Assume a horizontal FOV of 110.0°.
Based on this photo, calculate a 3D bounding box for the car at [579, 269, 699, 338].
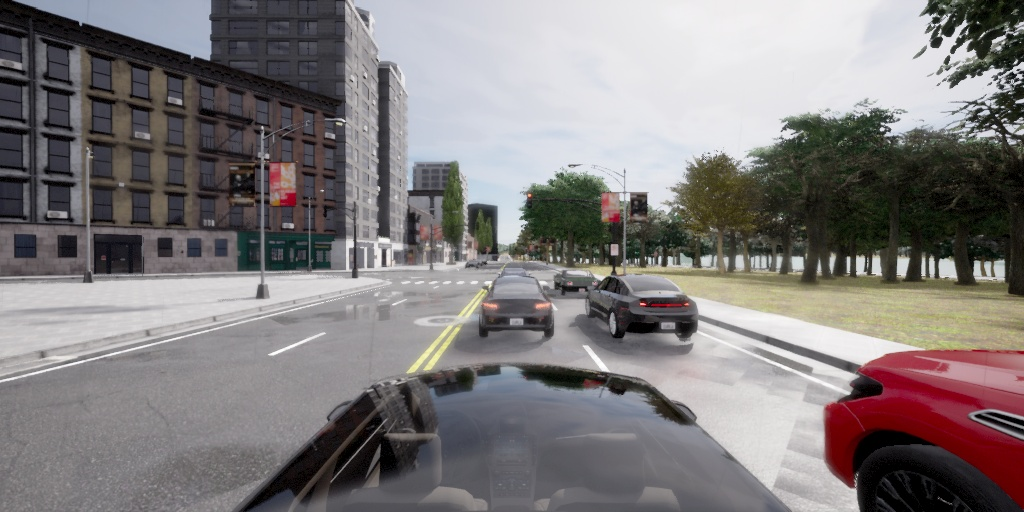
[{"bbox_3d":[3.361,1.255,10.124,1.837,1.490,4.892,0,0,0],"label":"car"}]

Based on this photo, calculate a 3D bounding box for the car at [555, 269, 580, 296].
[{"bbox_3d":[3.376,1.352,19.436,1.895,1.301,4.718,0,0,0],"label":"car"}]

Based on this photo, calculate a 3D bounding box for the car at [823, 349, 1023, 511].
[{"bbox_3d":[3.348,0.971,0.211,2.150,2.045,5.566,0,0,0],"label":"car"}]

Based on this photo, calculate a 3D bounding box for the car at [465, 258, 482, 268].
[{"bbox_3d":[-6.497,1.311,59.171,1.994,1.385,4.181,0,0,0],"label":"car"}]

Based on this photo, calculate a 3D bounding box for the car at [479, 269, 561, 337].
[{"bbox_3d":[0.115,1.276,10.161,1.812,1.442,4.674,0,0,0],"label":"car"}]
